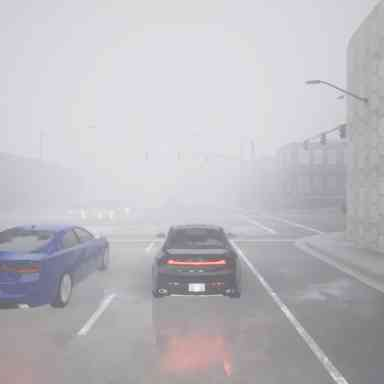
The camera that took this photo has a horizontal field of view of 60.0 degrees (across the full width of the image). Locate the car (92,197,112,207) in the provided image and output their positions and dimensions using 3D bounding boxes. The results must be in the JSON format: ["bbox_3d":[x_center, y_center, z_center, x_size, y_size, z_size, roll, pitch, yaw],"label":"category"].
[{"bbox_3d":[-13.936,1.526,51.725,1.812,1.442,4.674,0,0,0],"label":"car"}]

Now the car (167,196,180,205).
[{"bbox_3d":[-3.229,1.477,58.373,1.882,1.535,5.008,0,0,0],"label":"car"}]

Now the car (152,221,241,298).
[{"bbox_3d":[0.104,1.505,8.525,1.837,1.490,4.892,0,0,0],"label":"car"}]

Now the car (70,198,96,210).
[{"bbox_3d":[-13.970,1.526,42.625,1.812,1.442,4.674,0,0,1],"label":"car"}]

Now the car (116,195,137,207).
[{"bbox_3d":[-10.434,1.599,52.367,1.895,1.301,4.718,0,0,0],"label":"car"}]

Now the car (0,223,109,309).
[{"bbox_3d":[-3.401,1.478,7.979,1.882,1.535,5.008,0,0,0],"label":"car"}]

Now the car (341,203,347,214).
[{"bbox_3d":[14.997,1.015,27.568,5.008,1.535,1.882,-5,0,0],"label":"car"}]

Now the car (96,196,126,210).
[{"bbox_3d":[-10.478,1.601,43.206,1.895,1.301,4.718,0,0,3],"label":"car"}]

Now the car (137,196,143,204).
[{"bbox_3d":[-10.373,1.526,62.522,1.812,1.442,4.674,0,0,0],"label":"car"}]
